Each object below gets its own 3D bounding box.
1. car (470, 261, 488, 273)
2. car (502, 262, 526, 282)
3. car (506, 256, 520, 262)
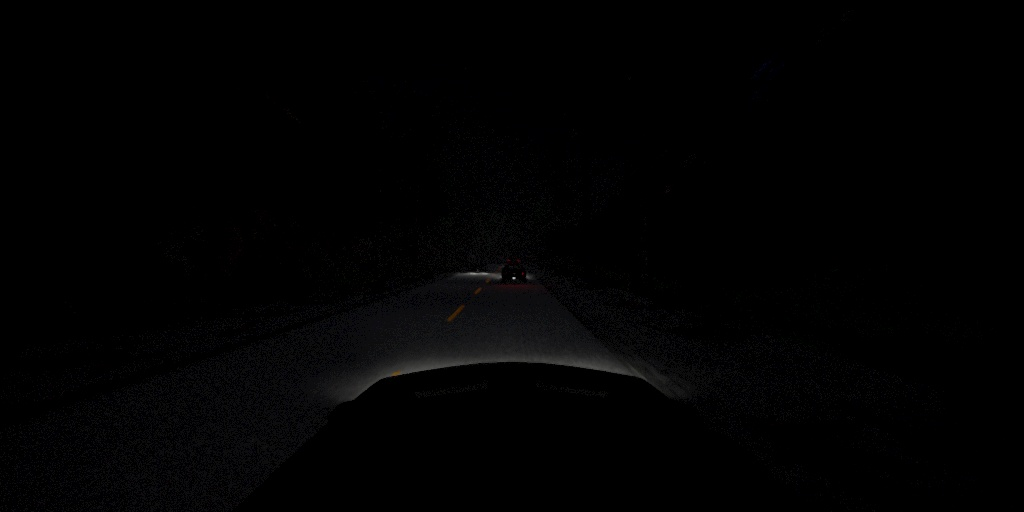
[{"bbox_3d":[-3.975,1.296,44.368,2.033,1.411,5.357,0,0,1],"label":"car"},{"bbox_3d":[0.150,1.350,28.793,1.895,1.301,4.718,0,0,0],"label":"car"},{"bbox_3d":[0.221,0.968,62.681,2.150,2.045,5.566,0,0,0],"label":"car"}]
